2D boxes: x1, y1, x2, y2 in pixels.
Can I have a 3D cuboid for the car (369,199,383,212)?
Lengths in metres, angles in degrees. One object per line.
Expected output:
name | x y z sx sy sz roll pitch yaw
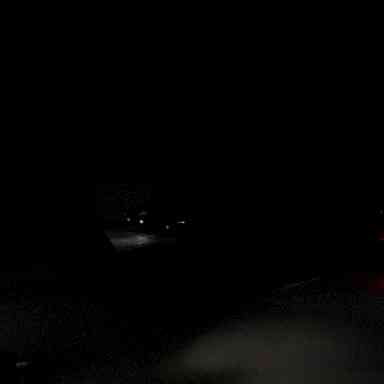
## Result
car | 23.061 1.601 40.103 1.895 1.301 4.718 0 0 15

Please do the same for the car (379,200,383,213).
car | 14.272 1.351 22.826 2.097 1.767 4.553 0 0 38

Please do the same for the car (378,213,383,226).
car | 7.987 1.477 10.844 5.008 1.535 1.882 0 0 -43

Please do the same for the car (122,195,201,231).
car | -1.650 1.222 21.004 5.566 2.045 2.150 0 0 -44

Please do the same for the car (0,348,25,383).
car | -3.423 1.492 1.427 4.902 1.511 2.128 0 0 -34

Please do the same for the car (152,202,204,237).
car | 0.532 1.491 18.330 4.902 1.511 2.128 0 0 -44
